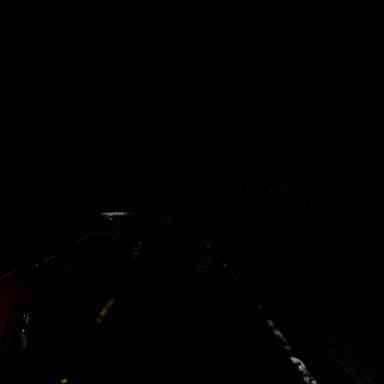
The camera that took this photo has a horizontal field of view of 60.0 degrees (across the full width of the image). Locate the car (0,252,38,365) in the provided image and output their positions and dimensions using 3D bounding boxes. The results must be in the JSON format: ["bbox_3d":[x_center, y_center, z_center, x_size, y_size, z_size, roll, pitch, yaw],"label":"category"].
[{"bbox_3d":[-3.266,1.383,2.976,2.097,1.767,4.553,0,0,-2],"label":"car"}]

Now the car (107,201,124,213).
[{"bbox_3d":[-10.137,1.906,43.646,2.033,1.411,5.357,0,0,-18],"label":"car"}]
